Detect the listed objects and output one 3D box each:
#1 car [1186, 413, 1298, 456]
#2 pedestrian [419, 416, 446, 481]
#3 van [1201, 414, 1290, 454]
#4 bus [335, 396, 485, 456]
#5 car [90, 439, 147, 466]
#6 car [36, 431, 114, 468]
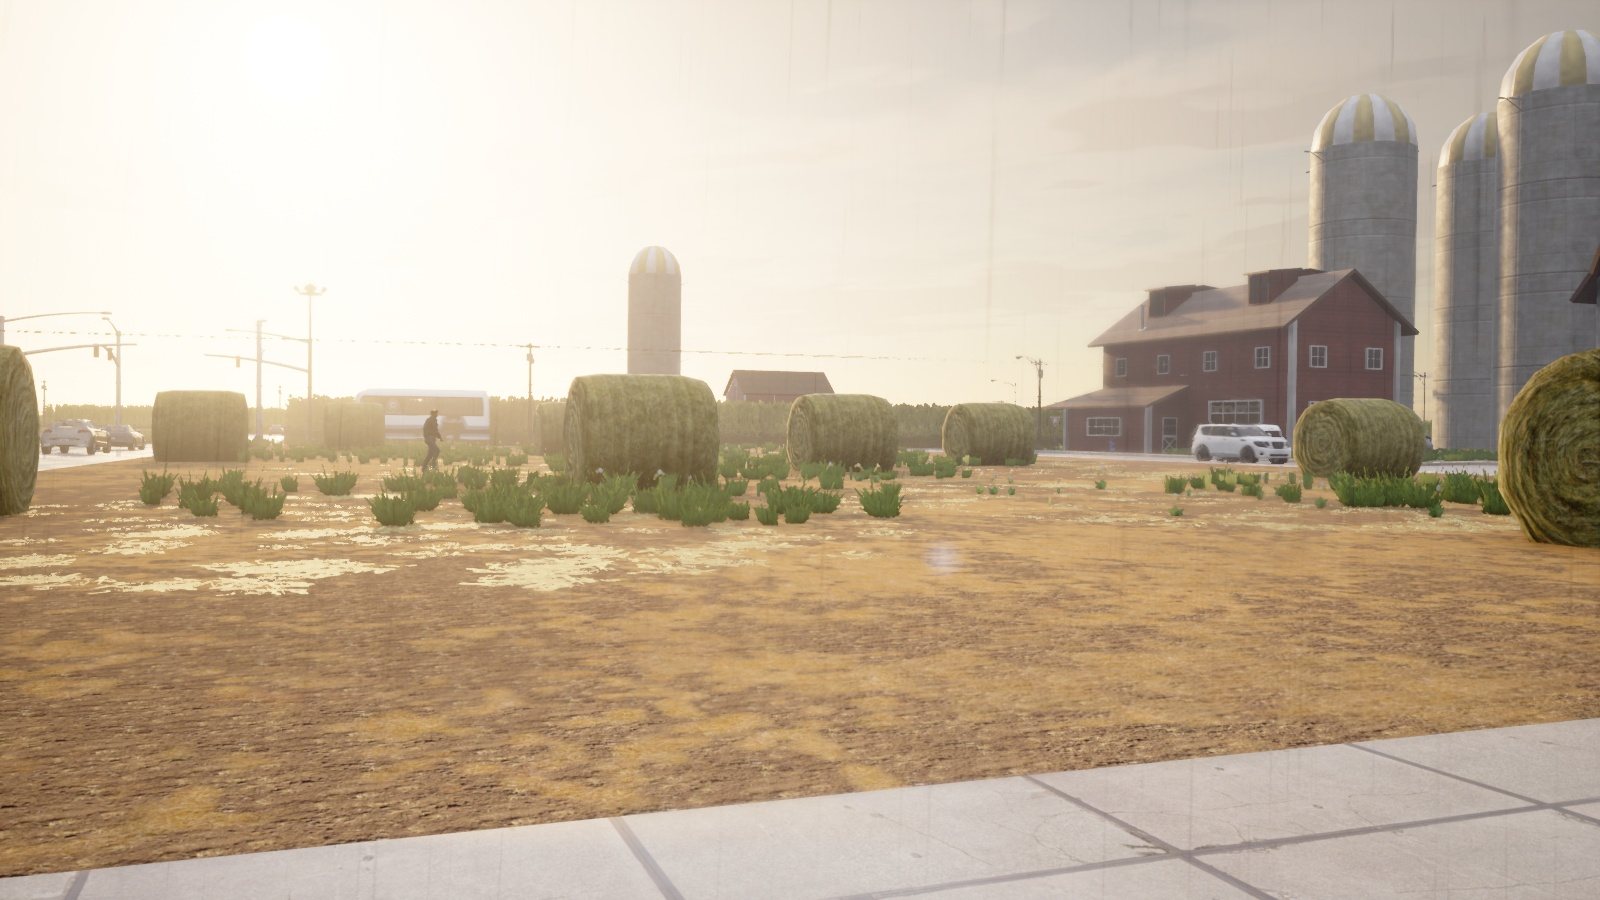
[{"bbox_3d":[22.135,-0.777,63.181,2.150,2.045,5.566,-1,1,-22],"label":"car"},{"bbox_3d":[-10.395,-0.043,35.509,0.614,1.847,0.353,0,1,13],"label":"pedestrian"},{"bbox_3d":[24.031,-0.869,67.859,2.069,2.038,4.480,-1,1,-22],"label":"van"},{"bbox_3d":[-28.706,-1.774,92.529,10.273,4.253,3.944,-1,1,-21],"label":"bus"},{"bbox_3d":[-36.959,0.117,68.199,1.994,1.385,4.181,-1,1,-18],"label":"car"},{"bbox_3d":[-33.975,-0.051,58.996,2.152,1.651,5.027,-1,1,-18],"label":"car"}]
